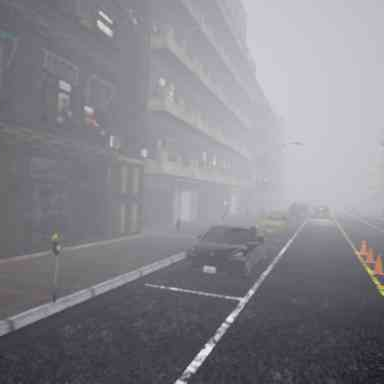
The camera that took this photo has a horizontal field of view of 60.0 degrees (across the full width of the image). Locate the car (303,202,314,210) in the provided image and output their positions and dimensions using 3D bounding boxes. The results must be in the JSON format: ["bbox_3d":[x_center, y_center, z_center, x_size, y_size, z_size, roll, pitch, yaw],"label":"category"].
[{"bbox_3d":[25.889,3.088,73.730,1.967,1.590,4.097,2,0,21],"label":"car"}]

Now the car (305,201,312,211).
[{"bbox_3d":[13.587,2.215,42.241,2.192,1.841,5.009,2,0,21],"label":"car"}]

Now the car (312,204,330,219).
[{"bbox_3d":[16.342,2.498,41.928,2.128,1.511,4.902,2,0,21],"label":"car"}]

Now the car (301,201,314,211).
[{"bbox_3d":[23.844,2.839,68.483,2.192,1.841,5.009,2,0,21],"label":"car"}]

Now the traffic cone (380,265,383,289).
[{"bbox_3d":[5.176,2.237,8.665,0.340,0.580,0.340,2,-1,21],"label":"traffic cone"}]

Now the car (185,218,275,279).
[{"bbox_3d":[1.268,1.711,10.748,1.947,1.339,4.313,2,0,21],"label":"car"}]

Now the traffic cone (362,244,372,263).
[{"bbox_3d":[6.632,2.327,12.389,0.340,0.580,0.340,2,-1,21],"label":"traffic cone"}]

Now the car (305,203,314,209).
[{"bbox_3d":[27.937,3.317,78.978,1.887,1.381,4.507,2,0,21],"label":"car"}]

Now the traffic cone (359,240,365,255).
[{"bbox_3d":[7.360,2.372,14.251,0.340,0.580,0.340,2,-1,21],"label":"traffic cone"}]

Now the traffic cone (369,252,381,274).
[{"bbox_3d":[5.904,2.282,10.527,0.340,0.580,0.340,2,-1,21],"label":"traffic cone"}]

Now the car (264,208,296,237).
[{"bbox_3d":[5.310,1.919,21.087,1.752,1.417,4.829,2,0,21],"label":"car"}]

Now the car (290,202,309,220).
[{"bbox_3d":[11.530,2.214,36.992,1.967,1.590,4.097,2,0,21],"label":"car"}]

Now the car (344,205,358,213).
[{"bbox_3d":[31.694,3.336,65.581,1.752,1.417,4.829,2,0,21],"label":"car"}]

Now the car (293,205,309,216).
[{"bbox_3d":[15.626,2.607,47.488,1.802,1.307,4.206,2,0,21],"label":"car"}]

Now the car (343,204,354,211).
[{"bbox_3d":[35.734,3.600,75.919,1.887,1.381,4.507,2,0,21],"label":"car"}]
